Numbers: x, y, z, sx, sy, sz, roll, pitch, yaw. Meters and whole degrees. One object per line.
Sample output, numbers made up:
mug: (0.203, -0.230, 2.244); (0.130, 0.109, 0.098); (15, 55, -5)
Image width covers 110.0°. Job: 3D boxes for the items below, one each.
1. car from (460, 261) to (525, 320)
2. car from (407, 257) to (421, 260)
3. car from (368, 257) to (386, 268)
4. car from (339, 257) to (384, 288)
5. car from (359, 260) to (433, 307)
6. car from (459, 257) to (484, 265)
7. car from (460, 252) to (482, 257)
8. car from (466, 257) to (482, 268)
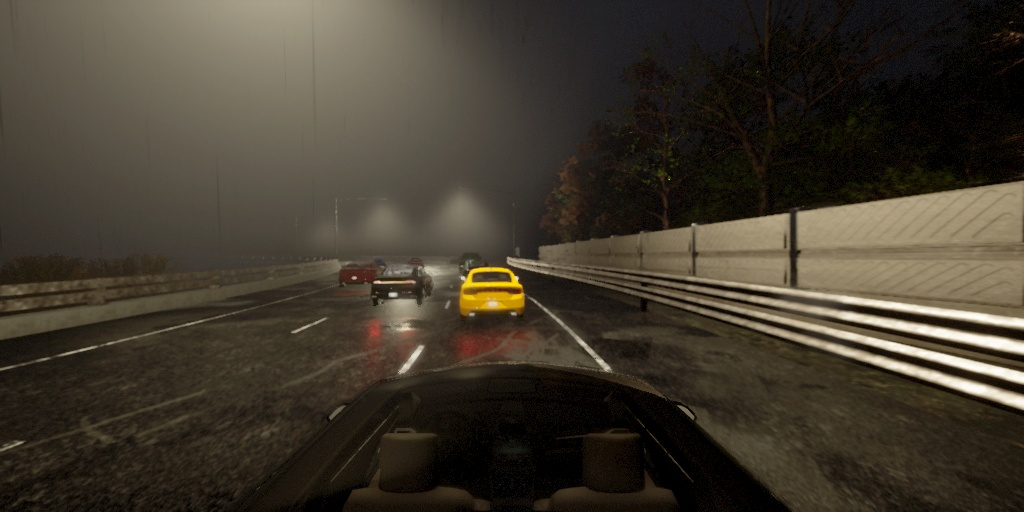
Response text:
car: (-0.735, 1.123, 12.209); (1.882, 1.535, 5.008); (0, 1, -5)
car: (-11.689, 0.863, 42.645); (1.837, 1.490, 4.892); (0, 1, -22)
car: (-18.688, 0.827, 49.562); (1.812, 1.442, 4.674); (0, 1, -26)
car: (-9.157, 1.038, 22.145); (1.882, 1.535, 5.008); (0, 1, -11)
car: (-4.433, 1.116, 14.943); (2.128, 1.511, 4.902); (0, 1, -7)
car: (-2.374, 1.023, 23.875); (2.128, 1.511, 4.902); (0, 1, -9)
car: (-4.293, 0.620, 37.316); (2.150, 2.045, 5.566); (0, 1, -6)
car: (-5.116, 0.885, 48.677); (1.895, 1.301, 4.718); (0, 1, -3)
